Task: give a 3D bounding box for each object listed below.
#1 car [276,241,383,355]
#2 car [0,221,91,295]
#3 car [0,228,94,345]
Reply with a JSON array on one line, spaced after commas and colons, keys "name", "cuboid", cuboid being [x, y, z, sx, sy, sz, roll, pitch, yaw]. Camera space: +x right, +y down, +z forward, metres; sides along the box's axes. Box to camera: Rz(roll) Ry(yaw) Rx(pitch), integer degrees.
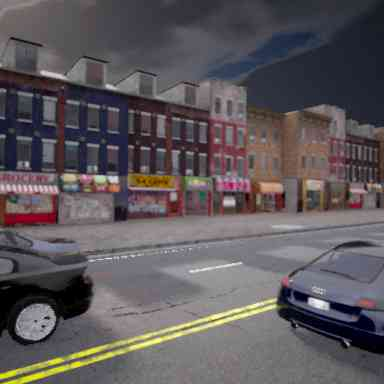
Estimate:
[{"name": "car", "cuboid": [3.461, 1.598, 5.989, 4.181, 1.385, 1.994, 0, 0, -36]}, {"name": "car", "cuboid": [-5.395, 1.592, 7.876, 5.357, 1.411, 2.033, 0, 0, -36]}, {"name": "car", "cuboid": [-4.024, 1.505, 4.862, 5.008, 1.535, 1.882, 0, 0, -36]}]
